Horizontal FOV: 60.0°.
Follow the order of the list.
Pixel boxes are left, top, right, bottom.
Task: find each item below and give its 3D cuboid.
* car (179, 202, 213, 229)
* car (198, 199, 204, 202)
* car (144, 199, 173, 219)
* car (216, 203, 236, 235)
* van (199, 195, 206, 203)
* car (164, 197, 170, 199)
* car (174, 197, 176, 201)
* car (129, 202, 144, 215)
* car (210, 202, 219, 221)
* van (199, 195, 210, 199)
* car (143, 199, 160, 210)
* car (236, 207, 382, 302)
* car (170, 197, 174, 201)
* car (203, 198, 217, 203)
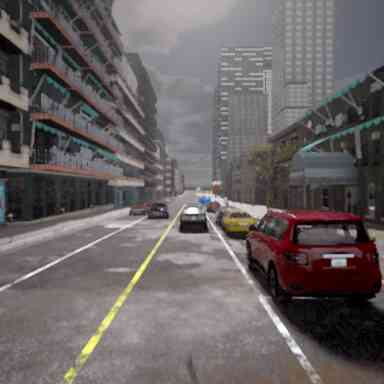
[{"bbox_3d":[0.098,1.678,22.866,2.033,1.411,5.357,0,0,0],"label":"car"},{"bbox_3d":[0.098,1.827,40.662,1.895,1.301,4.718,0,0,0],"label":"car"},{"bbox_3d":[-3.092,1.683,31.654,1.837,1.490,4.892,0,0,0],"label":"car"},{"bbox_3d":[2.669,1.638,19.682,1.752,1.417,4.829,-1,0,0],"label":"car"},{"bbox_3d":[2.683,1.794,86.472,1.690,1.788,3.998,-1,0,0],"label":"van"},{"bbox_3d":[-5.695,1.928,64.108,1.802,1.307,4.206,-1,0,0],"label":"car"},{"bbox_3d":[-5.696,1.867,80.850,1.967,1.590,4.097,-1,0,0],"label":"car"},{"bbox_3d":[-5.699,1.785,36.207,1.802,1.307,4.206,-1,0,0],"label":"car"},{"bbox_3d":[2.684,1.693,25.091,2.008,1.369,4.403,-1,0,0],"label":"car"},{"bbox_3d":[2.680,1.687,64.151,1.690,1.788,3.998,-1,0,0],"label":"van"},{"bbox_3d":[-5.698,1.806,47.367,1.887,1.381,4.507,-1,0,0],"label":"car"},{"bbox_3d":[2.640,1.364,8.354,2.192,1.841,5.009,-1,0,0],"label":"car"},{"bbox_3d":[-5.695,1.952,75.270,2.008,1.369,4.403,-1,0,0],"label":"car"},{"bbox_3d":[2.682,1.814,41.831,1.802,1.307,4.206,-1,0,0],"label":"car"}]
